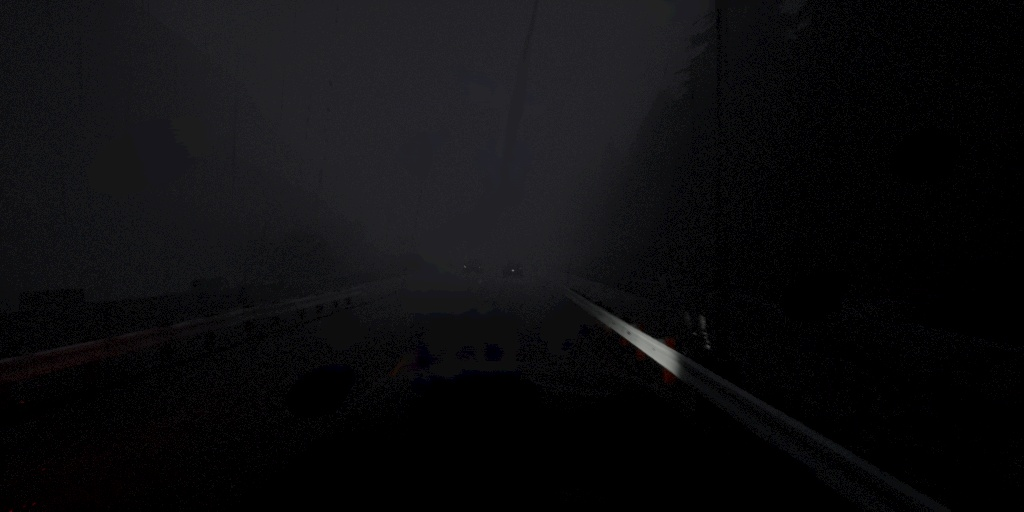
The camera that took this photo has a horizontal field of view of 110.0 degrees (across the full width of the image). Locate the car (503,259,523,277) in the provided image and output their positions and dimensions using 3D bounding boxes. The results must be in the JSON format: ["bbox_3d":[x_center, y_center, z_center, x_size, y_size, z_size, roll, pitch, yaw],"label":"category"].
[{"bbox_3d":[0.090,1.313,35.151,1.994,1.385,4.181,0,0,0],"label":"car"}]

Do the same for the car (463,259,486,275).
[{"bbox_3d":[-4.087,1.102,39.394,2.097,1.767,4.553,0,0,0],"label":"car"}]

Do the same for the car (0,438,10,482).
[{"bbox_3d":[-4.102,1.255,0.124,1.837,1.490,4.892,0,0,0],"label":"car"}]
